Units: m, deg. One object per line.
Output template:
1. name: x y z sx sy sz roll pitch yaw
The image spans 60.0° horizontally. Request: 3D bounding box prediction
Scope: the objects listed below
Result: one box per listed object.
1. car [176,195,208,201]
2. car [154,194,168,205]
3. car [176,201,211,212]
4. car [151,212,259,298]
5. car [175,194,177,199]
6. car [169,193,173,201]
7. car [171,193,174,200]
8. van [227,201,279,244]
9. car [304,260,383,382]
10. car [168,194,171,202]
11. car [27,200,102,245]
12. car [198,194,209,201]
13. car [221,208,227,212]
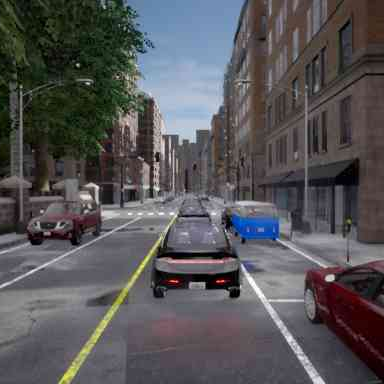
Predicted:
1. car: -0.010 1.337 27.592 2.097 1.767 4.553 0 0 0
2. car: -5.689 1.476 59.051 1.752 1.417 4.829 0 0 0
3. car: 0.092 1.484 18.415 2.128 1.511 4.902 0 0 0
4. car: 0.097 1.489 8.476 2.128 1.511 4.902 0 0 0
5. car: -5.698 1.491 86.475 2.008 1.369 4.403 0 0 0
6. car: -5.692 1.489 70.123 1.887 1.381 4.507 0 0 0
7. car: -5.694 1.487 75.574 1.887 1.381 4.507 0 0 0
8. van: 2.849 1.335 15.575 1.690 1.788 3.998 0 0 0
9. car: 2.853 1.544 4.254 1.887 1.381 4.507 0 0 0
10. car: -5.691 1.498 64.672 2.008 1.369 4.403 0 0 0
11. car: -5.675 1.309 15.533 2.192 1.841 5.009 0 0 0
12. car: 2.830 1.382 75.612 1.967 1.590 4.097 0 0 0
13. car: 2.848 1.556 21.236 1.947 1.339 4.313 0 0 0
